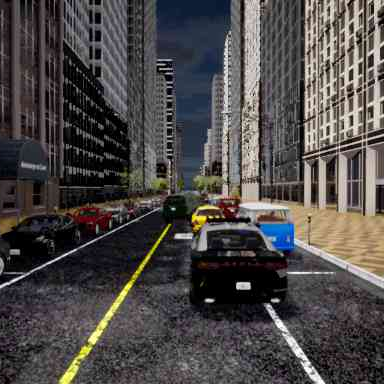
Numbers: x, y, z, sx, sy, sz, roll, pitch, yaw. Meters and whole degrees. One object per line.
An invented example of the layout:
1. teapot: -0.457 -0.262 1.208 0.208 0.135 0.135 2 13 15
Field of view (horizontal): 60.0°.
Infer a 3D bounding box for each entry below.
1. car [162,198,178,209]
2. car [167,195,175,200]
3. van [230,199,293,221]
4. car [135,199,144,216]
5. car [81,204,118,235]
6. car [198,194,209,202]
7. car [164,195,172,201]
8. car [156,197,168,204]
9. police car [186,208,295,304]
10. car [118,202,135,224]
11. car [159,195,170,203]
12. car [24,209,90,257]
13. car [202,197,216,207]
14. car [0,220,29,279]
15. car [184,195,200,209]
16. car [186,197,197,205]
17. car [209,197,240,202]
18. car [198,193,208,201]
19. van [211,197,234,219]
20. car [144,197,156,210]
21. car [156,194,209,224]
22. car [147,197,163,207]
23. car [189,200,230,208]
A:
1. car: -3.046 1.592 46.250 1.895 1.301 4.718 0 0 0
2. car: -5.793 1.545 92.466 1.947 1.339 4.313 -1 0 0
3. van: 2.666 1.339 12.903 1.690 1.788 3.998 -1 0 0
4. car: -5.729 1.577 29.946 1.802 1.307 4.206 -1 0 0
5. car: -5.718 1.542 18.579 1.887 1.381 4.507 -1 0 0
6. car: 2.602 1.300 75.424 2.192 1.841 5.009 -1 0 0
7. car: -5.781 1.508 80.929 1.752 1.417 4.829 -1 0 0
8. car: -5.764 1.569 64.047 1.802 1.307 4.206 -1 0 0
9. police car: 0.889 1.424 8.358 1.930 1.638 5.238 0 0 0
10. car: -5.725 1.547 24.262 2.008 1.369 4.403 -1 0 0
11. car: -5.771 1.426 69.731 1.967 1.590 4.097 -1 0 0
12. car: -5.712 1.564 12.895 1.947 1.339 4.313 -1 0 0
13. car: 2.628 1.541 52.688 2.008 1.369 4.403 -1 0 0
14. car: -5.707 1.550 7.211 2.008 1.369 4.403 -1 0 0
15. car: -0.028 1.344 46.158 2.097 1.767 4.553 0 0 0
16. car: -0.062 1.553 59.258 1.994 1.385 4.181 0 0 0
17. car: 2.654 1.311 24.271 2.192 1.841 5.009 -1 0 0
18. car: 2.597 1.298 81.108 2.192 1.841 5.009 -1 0 0
19. van: 2.649 1.336 29.954 1.690 1.788 3.998 -1 0 0
20. car: -5.741 1.544 41.313 2.008 1.369 4.403 -1 0 0
21. car: -0.169 1.216 24.631 2.150 2.045 5.566 -1 0 24
22. car: -5.753 1.541 52.680 2.008 1.369 4.403 -1 0 0
23. car: 0.880 1.452 18.437 1.801 1.575 5.366 0 0 0
